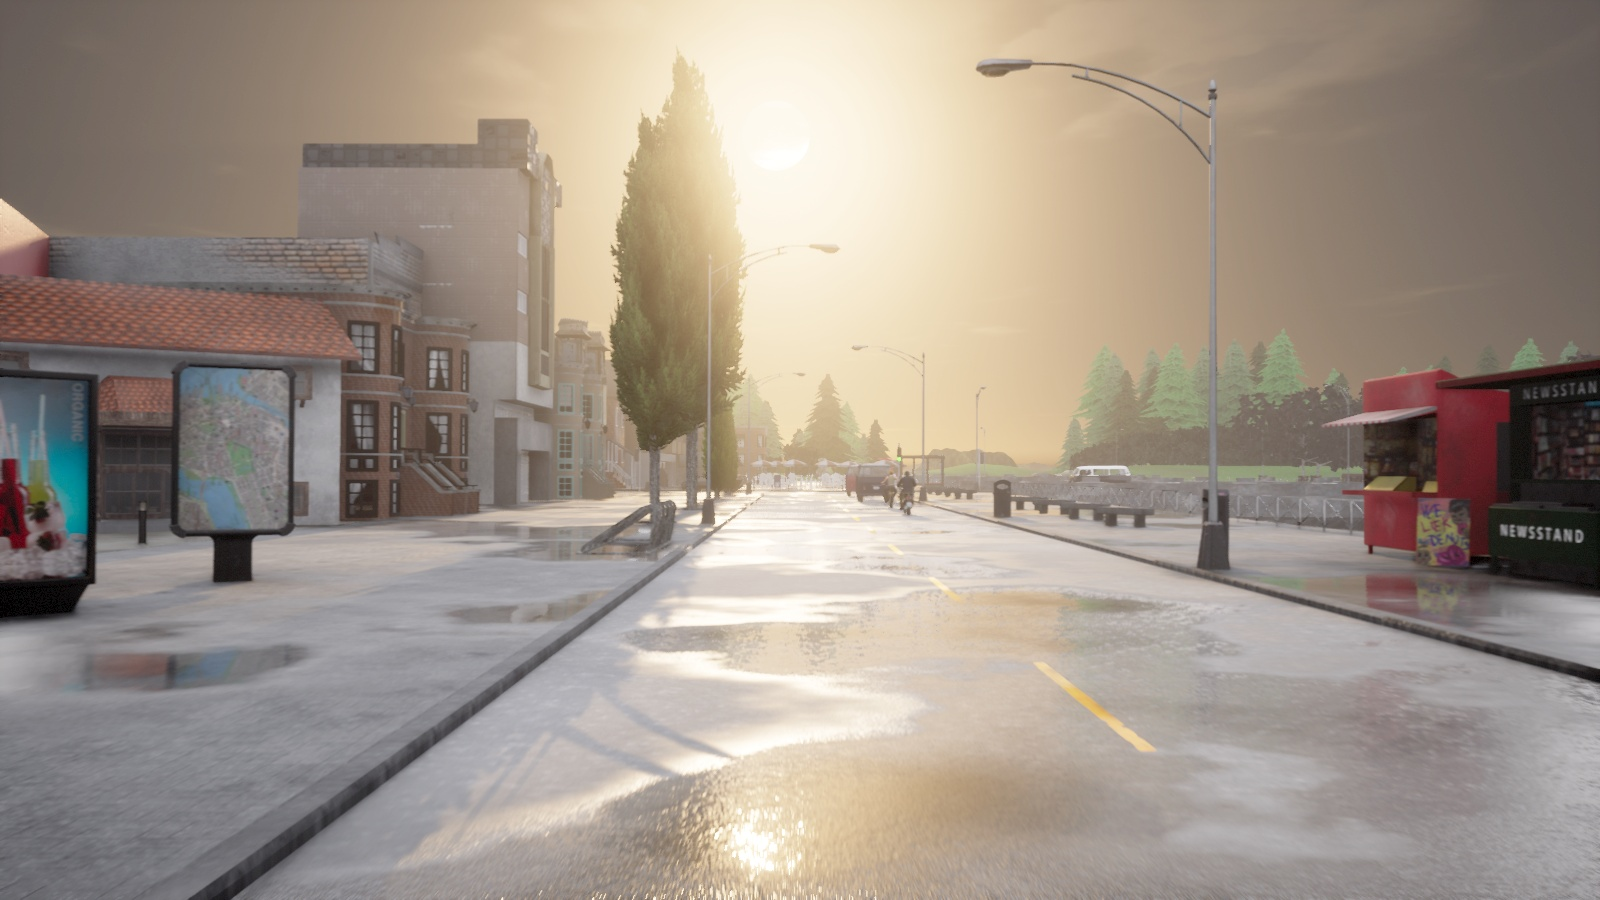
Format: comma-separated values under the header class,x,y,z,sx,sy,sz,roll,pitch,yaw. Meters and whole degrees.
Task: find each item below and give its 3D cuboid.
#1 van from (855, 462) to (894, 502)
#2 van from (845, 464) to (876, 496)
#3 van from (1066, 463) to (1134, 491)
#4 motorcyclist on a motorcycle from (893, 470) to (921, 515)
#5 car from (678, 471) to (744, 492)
class,x,y,z,sx,sy,sz,roll,pitch,yaw
van,3.830,1.645,65.278,1.775,1.987,4.442,0,-1,0
van,3.803,1.883,79.508,1.775,1.987,4.442,0,-1,0
van,22.190,2.005,92.959,4.480,2.038,2.069,0,-1,0
motorcyclist on a motorcycle,3.881,1.516,45.614,0.866,1.590,1.817,0,-1,0
car,-6.544,2.339,92.686,4.514,1.525,2.007,0,-1,12
